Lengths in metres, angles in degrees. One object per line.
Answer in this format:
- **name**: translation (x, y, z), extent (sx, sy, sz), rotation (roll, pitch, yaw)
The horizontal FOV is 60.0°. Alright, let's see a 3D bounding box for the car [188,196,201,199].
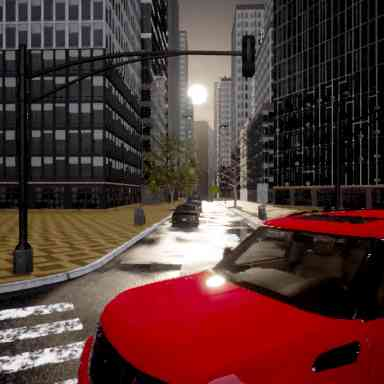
- **car**: translation (0.311, 1.554, 46.281), extent (2.150, 2.045, 5.566), rotation (0, 0, 2)

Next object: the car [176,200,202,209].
- **car**: translation (-0.433, 1.654, 25.415), extent (1.882, 1.535, 5.008), rotation (0, 0, 2)

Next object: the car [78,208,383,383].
- **car**: translation (1.704, 1.253, 3.672), extent (5.566, 2.045, 2.150), rotation (0, -1, -27)

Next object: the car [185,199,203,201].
- **car**: translation (-0.068, 1.777, 35.628), extent (1.812, 1.442, 4.674), rotation (0, 0, 2)
